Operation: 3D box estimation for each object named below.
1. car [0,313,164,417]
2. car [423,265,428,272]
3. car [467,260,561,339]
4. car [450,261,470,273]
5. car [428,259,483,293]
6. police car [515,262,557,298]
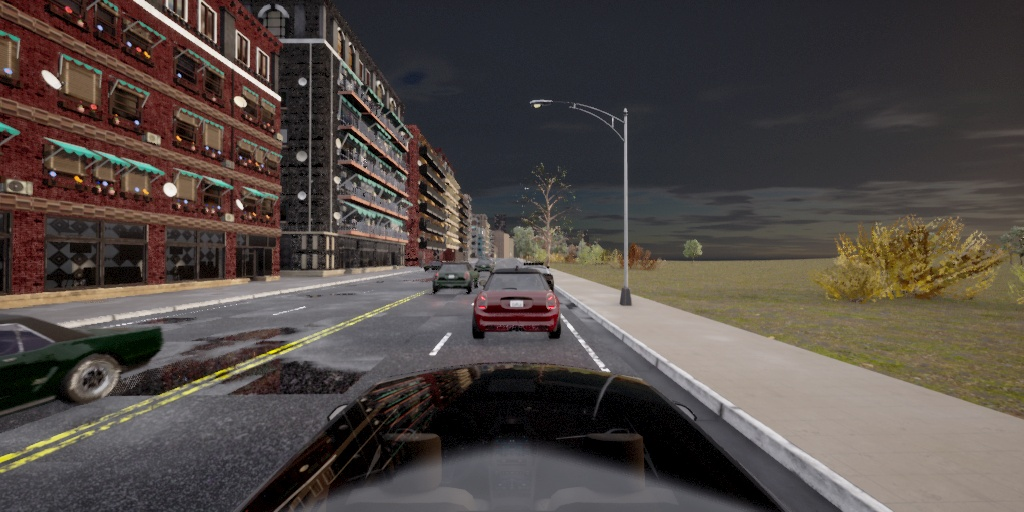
[{"bbox_3d":[-6.595,1.351,3.553,1.895,1.301,4.718,0,0,0],"label":"car"},{"bbox_3d":[-9.768,1.353,45.223,1.895,1.301,4.718,0,0,0],"label":"car"},{"bbox_3d":[0.113,1.104,10.248,2.097,1.767,4.553,0,0,0],"label":"car"},{"bbox_3d":[-6.517,1.353,45.633,1.895,1.301,4.718,0,0,0],"label":"car"},{"bbox_3d":[-3.122,1.106,20.876,2.097,1.767,4.553,0,0,1],"label":"car"},{"bbox_3d":[1.172,1.178,19.744,1.930,1.638,5.238,0,0,0],"label":"police car"}]
